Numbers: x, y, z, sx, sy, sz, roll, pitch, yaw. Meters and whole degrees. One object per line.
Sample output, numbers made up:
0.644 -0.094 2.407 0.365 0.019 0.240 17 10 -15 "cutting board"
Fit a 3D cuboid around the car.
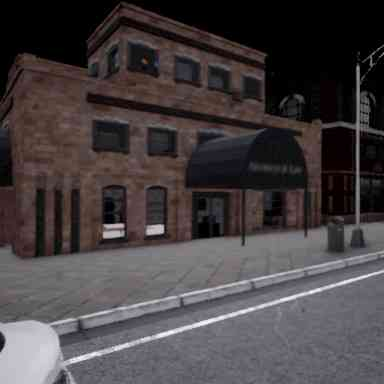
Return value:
-2.975 1.526 1.563 4.674 1.442 1.812 0 0 -36 "car"
